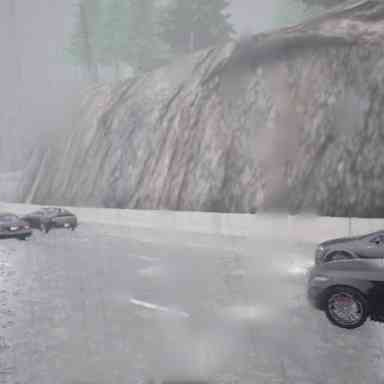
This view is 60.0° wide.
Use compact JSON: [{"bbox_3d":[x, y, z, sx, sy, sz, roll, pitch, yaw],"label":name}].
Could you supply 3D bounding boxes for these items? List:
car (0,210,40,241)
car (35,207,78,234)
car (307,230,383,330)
[{"bbox_3d":[-9.974,1.732,16.789,5.357,1.411,2.033,-1,0,42],"label":"car"},{"bbox_3d":[-8.931,1.694,20.613,4.902,1.511,2.128,-1,0,42],"label":"car"},{"bbox_3d":[4.289,1.531,5.301,4.674,1.442,1.812,-1,-1,35],"label":"car"}]
